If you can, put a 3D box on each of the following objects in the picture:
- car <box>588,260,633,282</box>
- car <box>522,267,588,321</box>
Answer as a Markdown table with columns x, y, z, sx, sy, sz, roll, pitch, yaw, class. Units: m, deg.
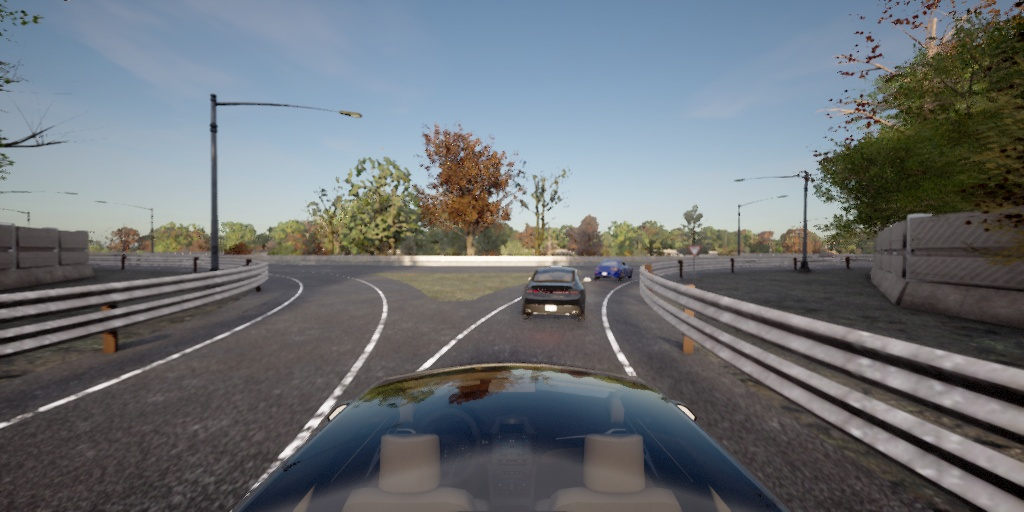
| x | y | z | sx | sy | sz | roll | pitch | yaw | class |
| --- | --- | --- | --- | --- | --- | --- | --- | --- | --- |
| 7.202 | 0.965 | 25.349 | 1.812 | 1.442 | 4.674 | 1 | 1 | 31 | car |
| 1.523 | 1.115 | 11.940 | 1.837 | 1.490 | 4.892 | 0 | 1 | 12 | car |
